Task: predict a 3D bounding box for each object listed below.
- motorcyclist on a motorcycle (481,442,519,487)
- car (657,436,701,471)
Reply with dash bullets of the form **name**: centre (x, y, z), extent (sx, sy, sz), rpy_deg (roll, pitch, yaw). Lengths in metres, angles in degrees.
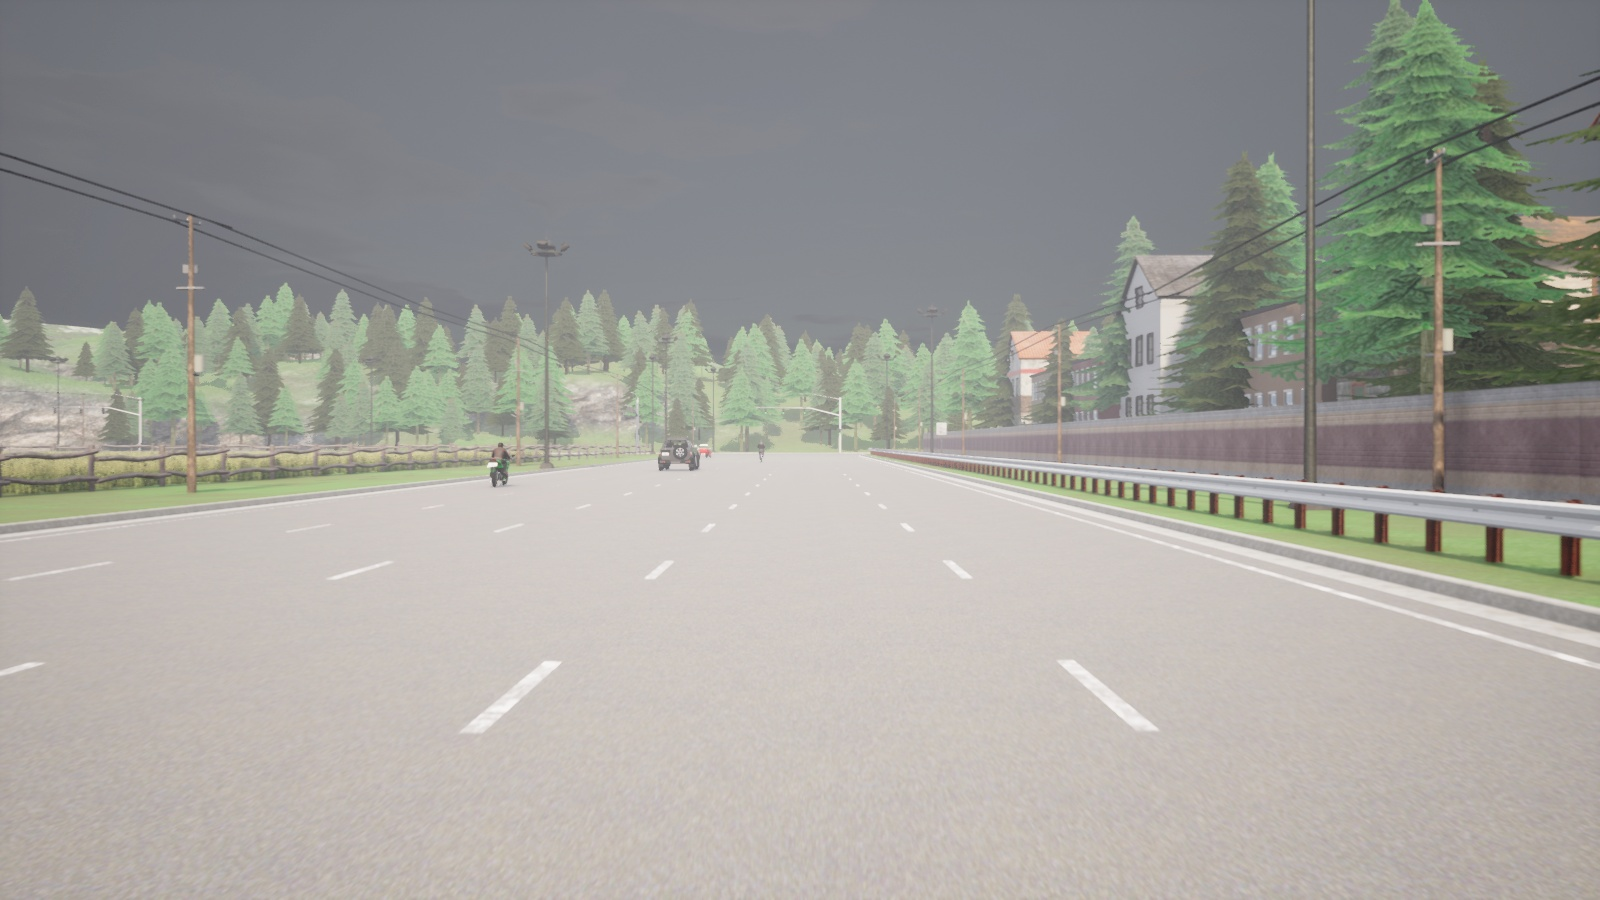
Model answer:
- **motorcyclist on a motorcycle**: centre (-10.240, 0.479, 42.860), extent (0.797, 1.523, 2.044), rpy_deg (0, 0, 0)
- **car**: centre (-6.592, 0.171, 68.672), extent (1.932, 1.855, 4.605), rpy_deg (0, 0, 0)
